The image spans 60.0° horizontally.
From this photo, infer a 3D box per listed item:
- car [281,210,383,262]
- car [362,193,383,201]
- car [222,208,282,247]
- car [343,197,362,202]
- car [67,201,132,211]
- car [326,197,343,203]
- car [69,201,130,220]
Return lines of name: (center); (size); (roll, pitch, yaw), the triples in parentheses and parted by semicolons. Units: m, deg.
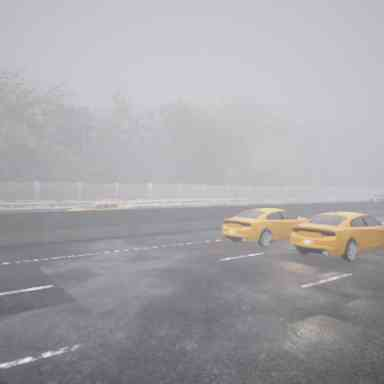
car: (5.780, 1.479, 12.287); (5.008, 1.535, 1.882); (0, 0, -35)
car: (28.528, 1.235, 50.027); (5.566, 2.045, 2.150); (0, 0, -35)
car: (3.650, 1.479, 15.069); (5.008, 1.535, 1.882); (0, 0, -35)
car: (26.577, 1.535, 52.931); (4.674, 1.442, 1.812); (0, 0, -35)
car: (-6.920, 1.475, 24.827); (5.008, 1.535, 1.882); (0, 0, -35)
car: (24.465, 1.535, 55.720); (4.674, 1.442, 1.812); (0, 0, -35)
car: (-7.839, 1.523, 28.462); (4.674, 1.442, 1.812); (0, 0, -35)
